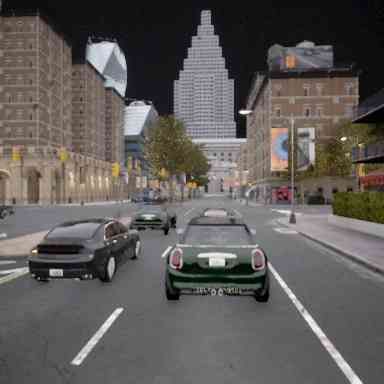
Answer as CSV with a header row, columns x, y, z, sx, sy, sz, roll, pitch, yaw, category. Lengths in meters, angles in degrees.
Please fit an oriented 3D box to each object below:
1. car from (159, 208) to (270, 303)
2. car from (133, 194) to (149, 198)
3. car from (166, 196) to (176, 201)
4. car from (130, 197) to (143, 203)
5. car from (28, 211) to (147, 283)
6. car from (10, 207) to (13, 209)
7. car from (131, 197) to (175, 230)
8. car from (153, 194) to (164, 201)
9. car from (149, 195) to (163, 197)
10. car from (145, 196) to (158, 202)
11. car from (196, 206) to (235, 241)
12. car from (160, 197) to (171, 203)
x,y,z,sx,sy,sz,roll,pitch,yaw,category
0.623,1.370,8.499,2.097,1.767,4.553,0,0,4,car
-10.335,1.371,68.920,2.150,2.045,5.566,0,0,4,car
-5.519,1.740,87.761,1.994,1.385,4.181,0,0,4,car
-12.959,1.759,78.036,1.895,1.301,4.718,0,0,4,car
-2.821,1.526,9.736,1.837,1.490,4.892,0,0,4,car
-13.638,1.197,21.356,2.033,1.411,5.357,0,0,4,car
-2.130,1.393,19.616,2.097,1.767,4.553,0,0,4,car
-8.942,1.544,88.981,2.097,1.767,4.553,0,0,4,car
-6.878,1.622,68.213,1.882,1.535,5.008,0,0,4,car
-9.635,1.707,79.012,2.033,1.411,5.357,0,0,4,car
1.289,1.565,18.060,1.812,1.442,4.674,0,0,4,car
-6.204,1.761,77.884,1.895,1.301,4.718,0,0,4,car
